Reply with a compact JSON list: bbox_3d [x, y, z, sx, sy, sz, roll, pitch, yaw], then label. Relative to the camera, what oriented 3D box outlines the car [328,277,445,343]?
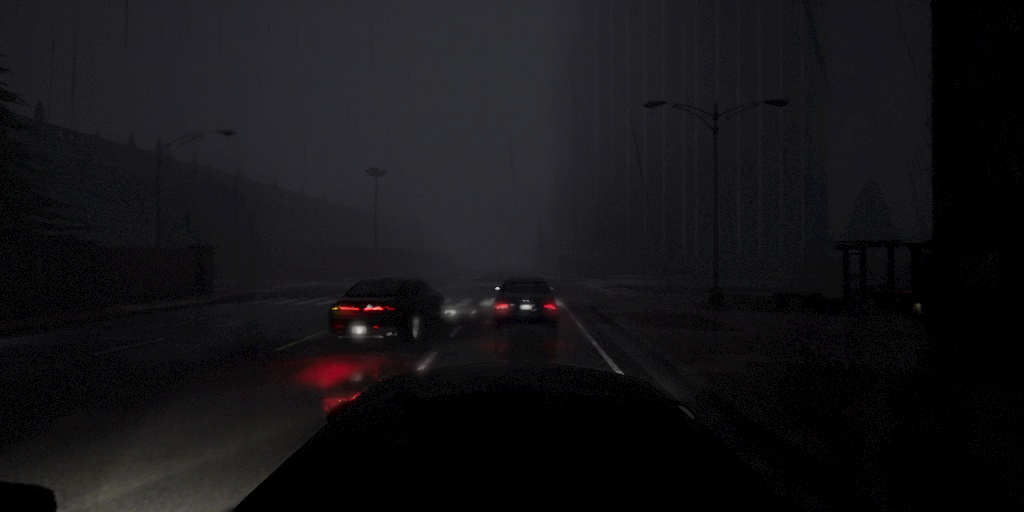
[{"bbox_3d":[-3.122,1.304,9.856,1.837,1.490,4.892,0,0,1],"label":"car"}]

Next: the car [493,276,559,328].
[{"bbox_3d":[0.413,1.359,11.614,2.033,1.411,5.357,0,0,1],"label":"car"}]
